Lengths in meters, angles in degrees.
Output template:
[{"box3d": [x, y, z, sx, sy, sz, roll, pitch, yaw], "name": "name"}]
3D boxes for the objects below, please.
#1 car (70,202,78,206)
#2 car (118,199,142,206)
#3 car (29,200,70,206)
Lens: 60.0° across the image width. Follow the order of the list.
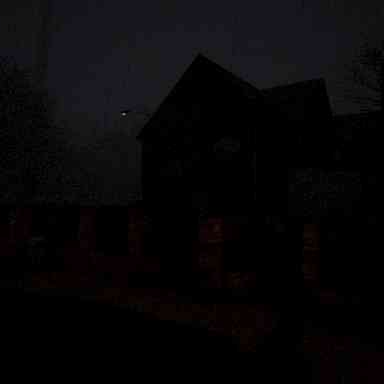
[{"box3d": [-13.437, 1.572, 32.644, 2.128, 1.511, 4.902, 0, 0, 35], "name": "car"}, {"box3d": [-6.656, 1.602, 36.592, 1.837, 1.490, 4.892, 0, 0, 35], "name": "car"}, {"box3d": [-12.859, 1.627, 27.850, 1.994, 1.385, 4.181, 0, 0, 34], "name": "car"}]
